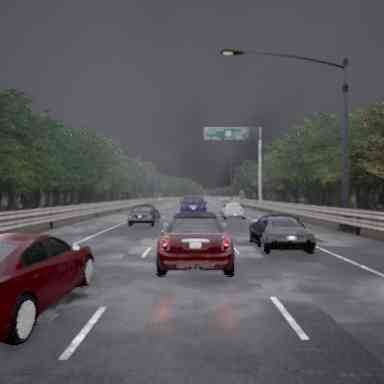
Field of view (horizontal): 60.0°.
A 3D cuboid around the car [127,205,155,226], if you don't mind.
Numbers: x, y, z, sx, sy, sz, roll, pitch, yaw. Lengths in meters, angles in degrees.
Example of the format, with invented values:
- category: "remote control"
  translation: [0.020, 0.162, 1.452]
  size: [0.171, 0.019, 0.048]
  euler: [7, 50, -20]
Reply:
- category: "car"
  translation: [-3.399, 1.672, 24.204]
  size: [2.033, 1.411, 5.357]
  euler: [0, 0, 0]

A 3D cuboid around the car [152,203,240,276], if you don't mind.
- category: "car"
  translation: [0.095, 1.404, 10.675]
  size: [2.097, 1.767, 4.553]
  euler: [0, 0, 0]

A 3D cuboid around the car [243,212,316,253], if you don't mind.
- category: "car"
  translation: [3.601, 1.633, 13.993]
  size: [1.994, 1.385, 4.181]
  euler: [0, 0, 0]

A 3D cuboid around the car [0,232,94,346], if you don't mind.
- category: "car"
  translation: [-3.415, 1.509, 6.440]
  size: [1.882, 1.535, 5.008]
  euler: [0, 0, 0]

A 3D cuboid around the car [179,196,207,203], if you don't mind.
- category: "car"
  translation: [0.106, 1.369, 28.224]
  size: [2.150, 2.045, 5.566]
  euler: [0, 0, 0]

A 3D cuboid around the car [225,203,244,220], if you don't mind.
- category: "car"
  translation: [3.606, 1.684, 30.051]
  size: [1.812, 1.442, 4.674]
  euler: [0, 0, 0]
